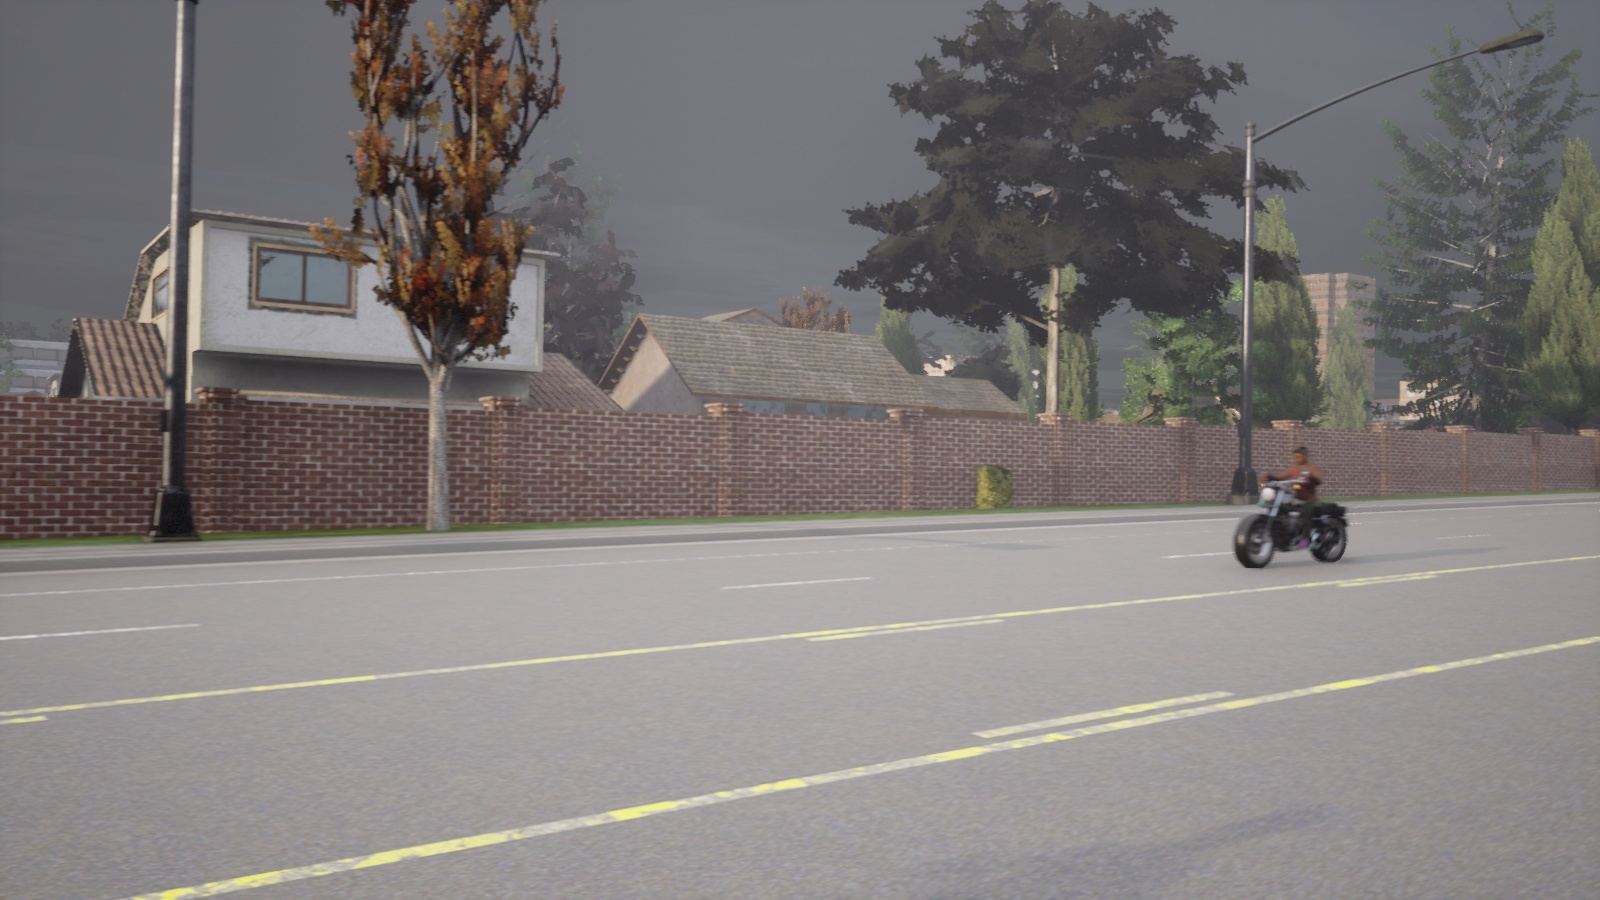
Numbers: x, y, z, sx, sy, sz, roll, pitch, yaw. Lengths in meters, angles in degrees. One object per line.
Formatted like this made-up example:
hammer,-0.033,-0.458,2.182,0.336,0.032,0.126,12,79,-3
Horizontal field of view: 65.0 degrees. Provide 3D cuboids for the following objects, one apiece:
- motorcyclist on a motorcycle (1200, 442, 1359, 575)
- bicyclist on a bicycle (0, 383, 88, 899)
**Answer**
motorcyclist on a motorcycle,6.361,0.725,16.612,2.350,1.649,0.766,0,0,-35
bicyclist on a bicycle,-2.140,0.691,2.165,1.509,1.612,0.866,0,0,-35
